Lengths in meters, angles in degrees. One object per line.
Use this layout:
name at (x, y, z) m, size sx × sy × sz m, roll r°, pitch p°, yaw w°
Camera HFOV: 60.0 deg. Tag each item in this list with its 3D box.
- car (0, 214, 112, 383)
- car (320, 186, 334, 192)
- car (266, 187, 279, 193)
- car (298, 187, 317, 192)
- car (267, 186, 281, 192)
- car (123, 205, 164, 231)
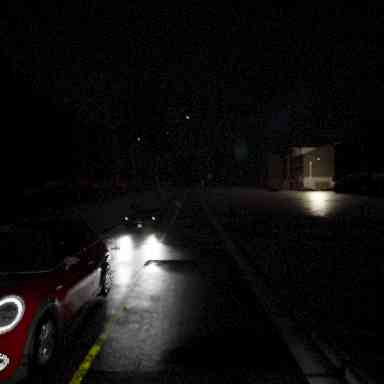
car at (-2.841, 1.341, 5.547) m, size 2.097 × 1.767 × 4.553 m, roll 0°, pitch 0°, yaw 0°
car at (31.814, -0.620, 76.657) m, size 4.313 × 1.339 × 1.947 m, roll -1°, pitch 1°, yaw 0°
car at (18.792, -0.507, 77.856) m, size 1.947 × 1.339 × 4.313 m, roll 1°, pitch 1°, yaw 0°
car at (26.552, -0.554, 76.657) m, size 4.206 × 1.307 × 1.802 m, roll -1°, pitch 1°, yaw 0°
car at (18.781, -0.634, 74.929) m, size 1.802 × 1.307 × 4.206 m, roll 1°, pitch 1°, yaw 0°
car at (-2.753, 1.453, 19.796) m, size 1.895 × 1.301 × 4.718 m, roll 0°, pitch 1°, yaw 0°
